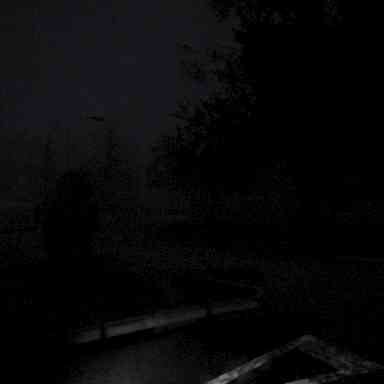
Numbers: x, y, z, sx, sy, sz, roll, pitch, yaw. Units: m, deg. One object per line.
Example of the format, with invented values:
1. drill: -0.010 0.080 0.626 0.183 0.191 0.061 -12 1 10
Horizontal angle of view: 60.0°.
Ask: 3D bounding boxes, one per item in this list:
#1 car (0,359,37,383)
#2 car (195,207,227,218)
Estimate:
1. car: -2.990 1.489 1.016 4.892 1.490 1.837 0 0 -37
2. car: 2.703 2.935 47.446 4.902 1.511 2.128 4 -2 -31
